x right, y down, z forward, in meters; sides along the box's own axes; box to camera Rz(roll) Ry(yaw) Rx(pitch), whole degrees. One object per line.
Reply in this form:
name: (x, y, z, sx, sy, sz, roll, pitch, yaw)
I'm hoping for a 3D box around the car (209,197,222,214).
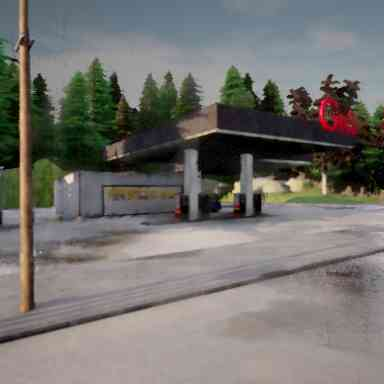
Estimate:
car: (0.827, 1.199, 29.508, 3.633, 1.501, 1.845, -1, 0, -35)
